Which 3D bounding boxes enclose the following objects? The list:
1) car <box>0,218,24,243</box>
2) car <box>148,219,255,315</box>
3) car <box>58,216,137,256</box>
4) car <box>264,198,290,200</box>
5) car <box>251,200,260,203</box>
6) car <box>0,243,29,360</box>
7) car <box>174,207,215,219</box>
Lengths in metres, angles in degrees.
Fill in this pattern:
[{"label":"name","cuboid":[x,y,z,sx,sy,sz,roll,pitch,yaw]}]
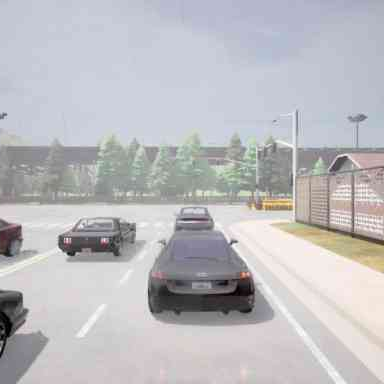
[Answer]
[{"label":"car","cuboid":[-7.075,1.477,10.057,1.882,1.535,5.008,0,0,0]},{"label":"car","cuboid":[0.147,1.564,7.653,1.994,1.385,4.181,0,0,-1]},{"label":"car","cuboid":[-3.398,1.601,12.973,1.895,1.301,4.718,0,0,0]},{"label":"car","cuboid":[12.289,1.601,45.343,4.718,1.301,1.895,0,0,-3]},{"label":"car","cuboid":[11.752,1.601,52.362,4.718,1.301,1.895,0,0,-2]},{"label":"car","cuboid":[-3.399,1.547,2.579,2.033,1.411,5.357,0,0,0]},{"label":"car","cuboid":[0.119,1.491,16.556,2.128,1.511,4.902,0,0,1]}]
